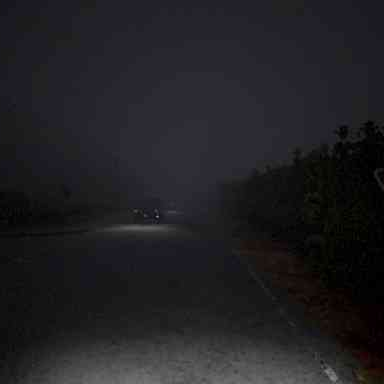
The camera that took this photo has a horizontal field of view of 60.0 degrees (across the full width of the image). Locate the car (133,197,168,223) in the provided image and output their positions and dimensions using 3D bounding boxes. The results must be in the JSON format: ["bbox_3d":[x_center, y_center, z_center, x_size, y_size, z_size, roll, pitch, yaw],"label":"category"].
[{"bbox_3d":[-3.595,1.498,28.480,2.150,2.045,5.566,0,-1,0],"label":"car"}]

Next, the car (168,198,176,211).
[{"bbox_3d":[-3.535,1.820,48.296,2.097,1.767,4.553,0,0,1],"label":"car"}]
